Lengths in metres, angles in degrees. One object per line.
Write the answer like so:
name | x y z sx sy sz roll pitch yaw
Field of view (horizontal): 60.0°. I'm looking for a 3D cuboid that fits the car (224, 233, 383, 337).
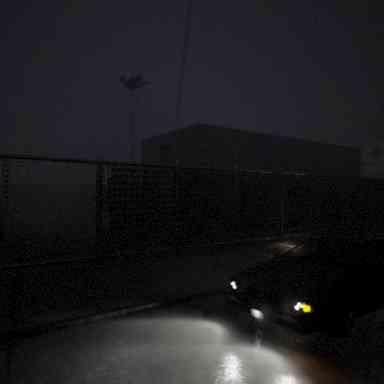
car | 3.210 1.598 6.923 5.357 1.411 2.033 0 0 -36
